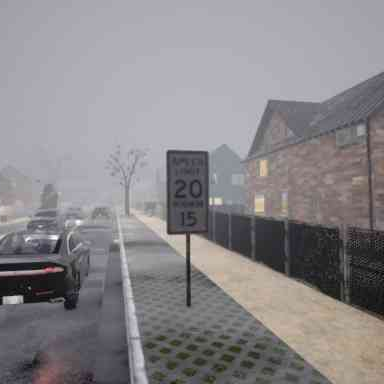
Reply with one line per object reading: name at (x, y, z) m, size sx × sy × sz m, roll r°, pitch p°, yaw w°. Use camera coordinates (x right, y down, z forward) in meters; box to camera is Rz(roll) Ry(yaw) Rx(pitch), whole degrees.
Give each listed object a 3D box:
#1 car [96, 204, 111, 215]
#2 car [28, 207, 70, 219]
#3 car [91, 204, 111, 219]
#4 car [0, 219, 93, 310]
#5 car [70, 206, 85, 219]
car at (-12.663, 2.457, 47.760) m, size 1.882 × 1.535 × 5.008 m, roll 0°, pitch -1°, yaw -13°
car at (-9.832, 1.952, 22.710) m, size 1.837 × 1.490 × 4.892 m, roll 0°, pitch -2°, yaw -13°
car at (-10.315, 2.260, 37.739) m, size 1.837 × 1.490 × 4.892 m, roll 0°, pitch -1°, yaw -13°
car at (-3.509, 1.626, 7.893) m, size 2.128 × 1.511 × 4.902 m, roll 0°, pitch -1°, yaw -13°
car at (-13.082, 2.300, 37.085) m, size 2.033 × 1.411 × 5.357 m, roll 0°, pitch -1°, yaw -12°
